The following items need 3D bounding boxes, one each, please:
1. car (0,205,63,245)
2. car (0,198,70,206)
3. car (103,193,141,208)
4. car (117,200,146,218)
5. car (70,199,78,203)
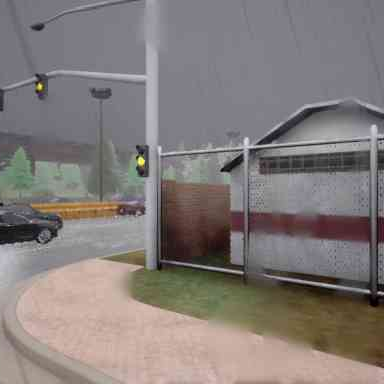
[{"bbox_3d":[-7.863,1.507,13.487,1.837,1.490,4.892,0,1,34],"label":"car"},{"bbox_3d":[-9.258,1.351,17.696,2.097,1.767,4.553,0,0,34],"label":"car"},{"bbox_3d":[-10.064,1.221,48.323,2.150,2.045,5.566,0,0,33],"label":"car"},{"bbox_3d":[-4.718,1.477,30.778,1.882,1.535,5.008,0,0,34],"label":"car"},{"bbox_3d":[-15.880,1.505,39.628,1.837,1.490,4.892,0,0,34],"label":"car"}]
